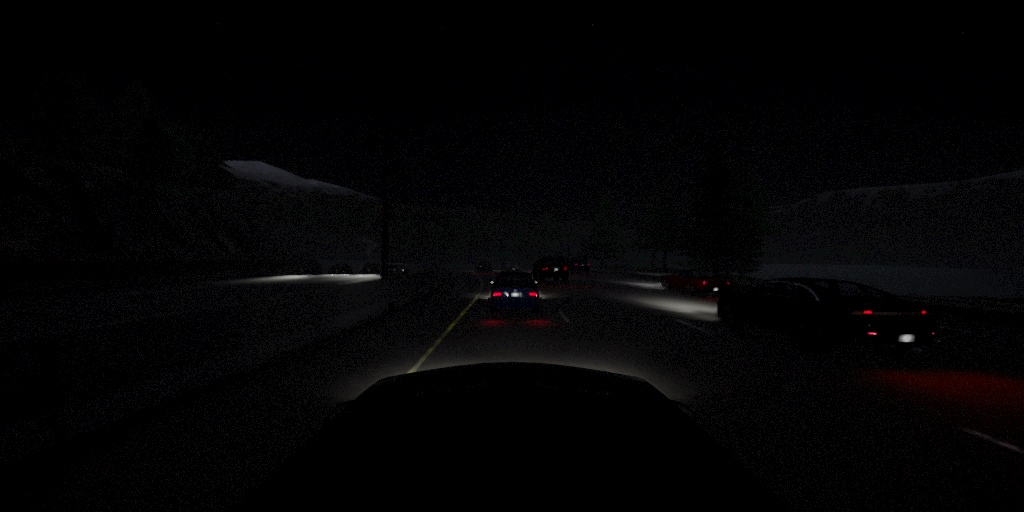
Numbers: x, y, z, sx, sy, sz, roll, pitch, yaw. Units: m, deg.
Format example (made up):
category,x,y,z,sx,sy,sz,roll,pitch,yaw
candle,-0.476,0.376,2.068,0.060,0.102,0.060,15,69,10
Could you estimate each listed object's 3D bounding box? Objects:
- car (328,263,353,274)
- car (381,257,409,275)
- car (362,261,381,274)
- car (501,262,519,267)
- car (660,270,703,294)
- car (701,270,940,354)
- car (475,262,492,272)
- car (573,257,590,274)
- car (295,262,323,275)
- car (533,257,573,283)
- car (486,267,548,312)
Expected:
category,x,y,z,sx,sy,sz,roll,pitch,yaw
car,-20.699,1.502,43.468,1.994,1.385,4.181,0,0,-12
car,-13.090,1.148,41.107,2.150,2.045,5.566,0,0,-10
car,-17.390,1.435,44.733,2.128,1.511,4.902,0,0,-12
car,-0.325,1.490,49.767,1.812,1.442,4.674,0,0,-14
car,10.453,1.436,20.769,1.895,1.301,4.718,0,0,-2
car,7.101,1.274,8.875,2.128,1.511,4.902,0,0,0
car,-3.984,1.491,49.927,1.812,1.442,4.674,0,0,-14
car,7.899,1.167,45.325,2.150,2.045,5.566,1,0,-11
car,-24.112,1.427,42.725,2.128,1.511,4.902,0,0,-12
car,3.044,1.096,29.366,2.150,2.045,5.566,0,0,-5
car,0.085,1.355,14.547,2.033,1.411,5.357,0,0,0
